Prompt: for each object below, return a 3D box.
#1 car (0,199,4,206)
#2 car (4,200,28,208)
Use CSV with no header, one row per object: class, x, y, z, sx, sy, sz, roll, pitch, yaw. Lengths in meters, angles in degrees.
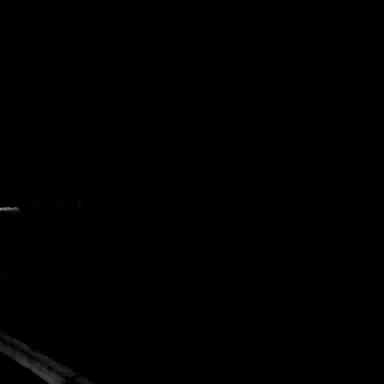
car,-36.538,2.114,62.761,1.837,1.490,4.892,1,0,-4
car,-33.047,2.255,62.992,1.895,1.301,4.718,1,0,-4
